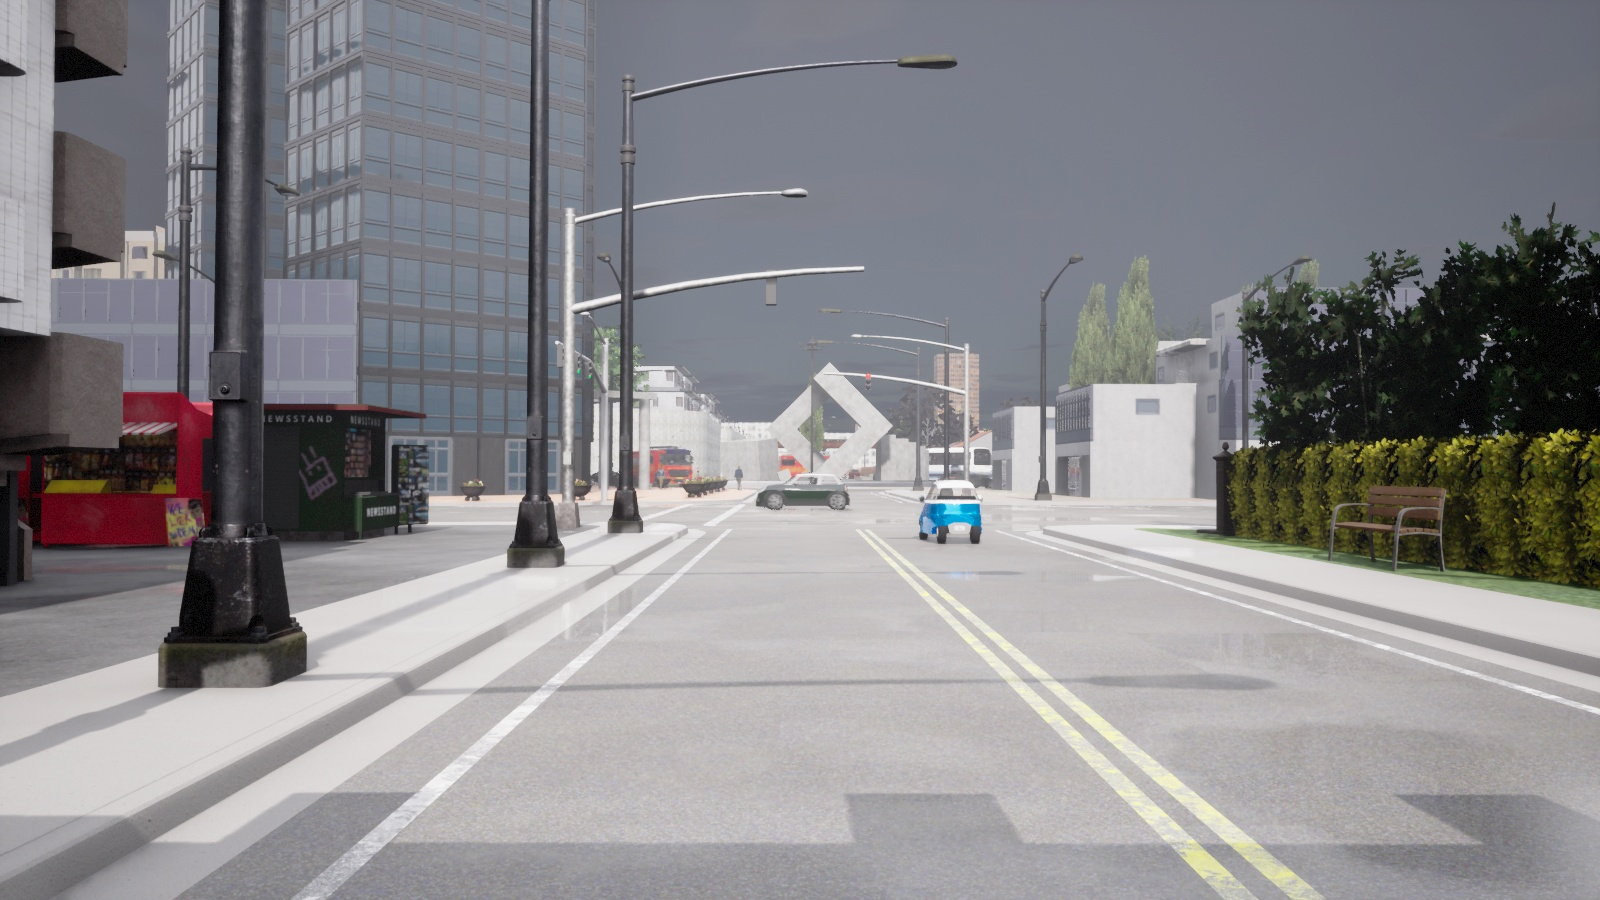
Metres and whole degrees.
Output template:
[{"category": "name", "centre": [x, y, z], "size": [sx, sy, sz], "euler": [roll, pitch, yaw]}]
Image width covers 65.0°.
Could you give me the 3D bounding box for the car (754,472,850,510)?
[{"category": "car", "centre": [0.060, 1.661, 51.006], "size": [3.806, 1.475, 1.970], "euler": [0, -1, -1]}]

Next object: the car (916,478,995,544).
[{"category": "car", "centre": [3.429, 1.324, 27.981], "size": [1.481, 1.376, 2.207], "euler": [0, -1, 0]}]
